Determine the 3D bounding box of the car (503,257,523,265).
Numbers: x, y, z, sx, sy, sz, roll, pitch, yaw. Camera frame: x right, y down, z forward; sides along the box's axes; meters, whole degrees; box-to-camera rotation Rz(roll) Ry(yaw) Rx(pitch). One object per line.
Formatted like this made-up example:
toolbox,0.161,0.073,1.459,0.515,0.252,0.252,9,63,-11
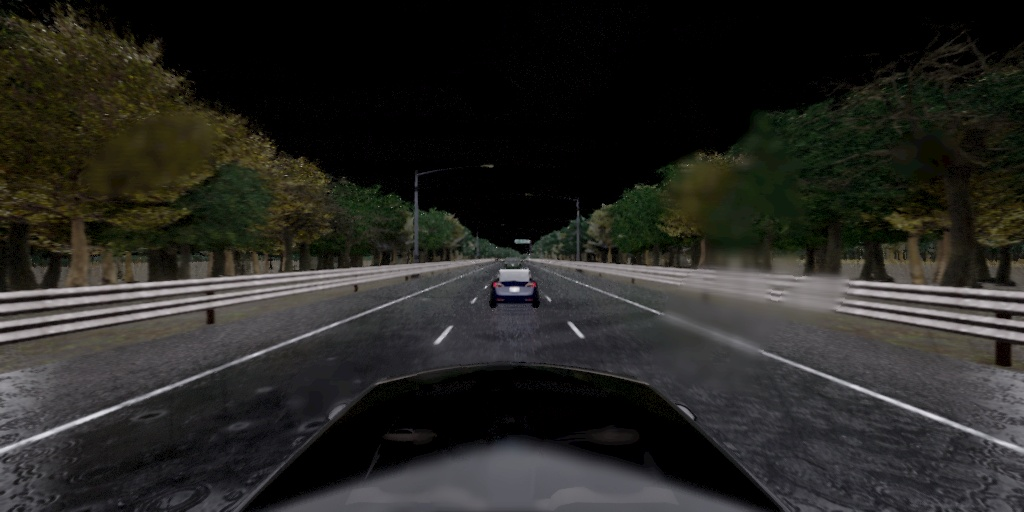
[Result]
car,0.099,1.127,42.936,2.150,2.045,5.566,0,0,0

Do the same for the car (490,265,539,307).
car,0.101,1.306,15.838,2.163,1.488,4.792,0,0,0
